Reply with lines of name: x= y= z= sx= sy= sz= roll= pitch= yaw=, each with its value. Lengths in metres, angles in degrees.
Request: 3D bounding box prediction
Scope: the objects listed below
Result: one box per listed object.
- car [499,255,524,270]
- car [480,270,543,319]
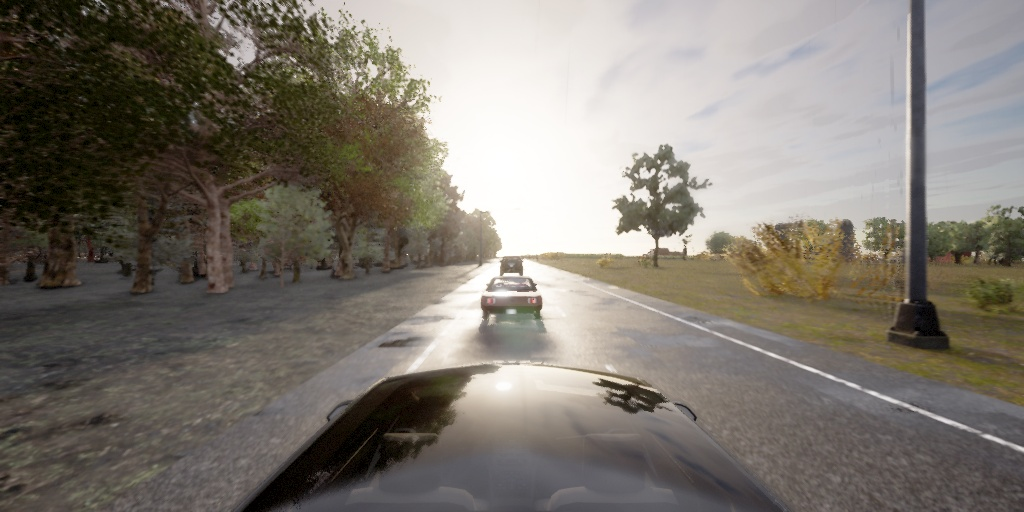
car: x=-0.031 y=0.951 z=33.903 sx=2.150 sy=2.045 sz=5.566 roll=0 pitch=0 yaw=0
car: x=-0.010 y=1.347 z=12.776 sx=1.895 sy=1.301 sz=4.718 roll=0 pitch=0 yaw=0
